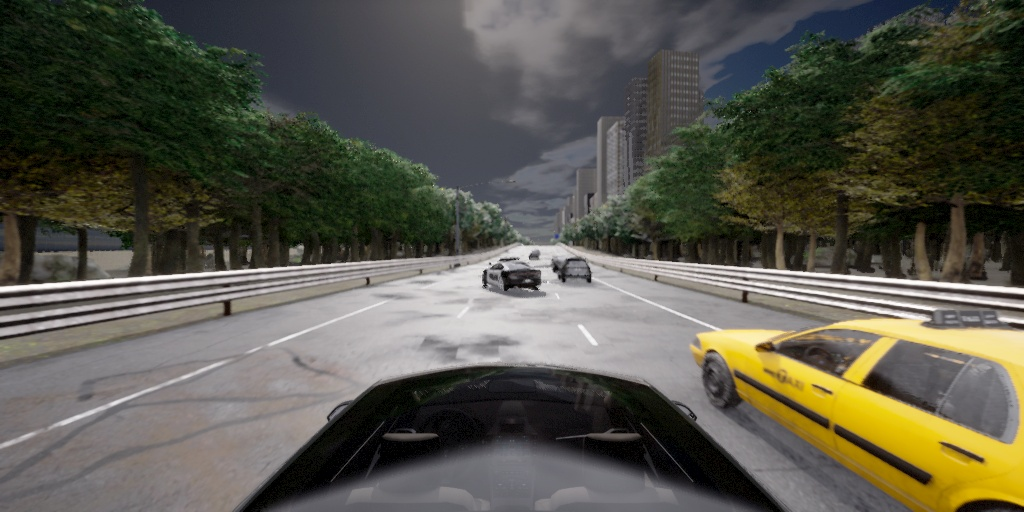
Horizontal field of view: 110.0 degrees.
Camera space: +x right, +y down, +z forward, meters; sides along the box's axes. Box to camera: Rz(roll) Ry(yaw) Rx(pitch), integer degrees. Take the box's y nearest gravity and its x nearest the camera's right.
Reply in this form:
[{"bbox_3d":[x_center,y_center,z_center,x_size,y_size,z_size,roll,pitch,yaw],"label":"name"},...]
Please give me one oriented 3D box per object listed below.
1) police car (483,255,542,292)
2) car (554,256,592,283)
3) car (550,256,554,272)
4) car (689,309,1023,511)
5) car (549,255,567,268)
[{"bbox_3d":[-0.164,0.934,19.363,1.930,1.638,5.238,-2,1,-21],"label":"police car"},{"bbox_3d":[4.197,0.880,24.401,2.033,1.649,4.856,0,1,3],"label":"car"},{"bbox_3d":[4.982,0.808,35.188,2.163,1.488,4.792,0,1,5],"label":"car"},{"bbox_3d":[3.496,1.193,3.075,1.801,1.575,5.366,0,1,0],"label":"car"},{"bbox_3d":[5.900,0.666,46.113,2.033,1.411,5.357,0,1,5],"label":"car"}]
